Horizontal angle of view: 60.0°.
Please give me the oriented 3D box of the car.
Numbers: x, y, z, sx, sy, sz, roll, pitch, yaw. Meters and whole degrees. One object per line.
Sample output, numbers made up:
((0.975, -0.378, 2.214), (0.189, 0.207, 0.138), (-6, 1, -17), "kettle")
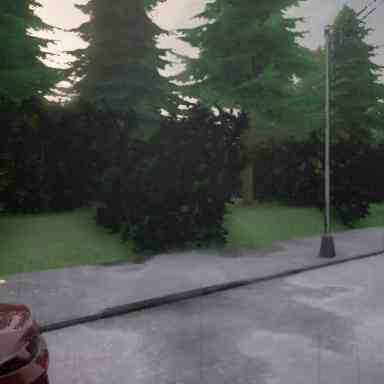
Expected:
((-3.452, 1.534, 2.144), (4.674, 1.442, 1.812), (0, 0, -35), "car")
